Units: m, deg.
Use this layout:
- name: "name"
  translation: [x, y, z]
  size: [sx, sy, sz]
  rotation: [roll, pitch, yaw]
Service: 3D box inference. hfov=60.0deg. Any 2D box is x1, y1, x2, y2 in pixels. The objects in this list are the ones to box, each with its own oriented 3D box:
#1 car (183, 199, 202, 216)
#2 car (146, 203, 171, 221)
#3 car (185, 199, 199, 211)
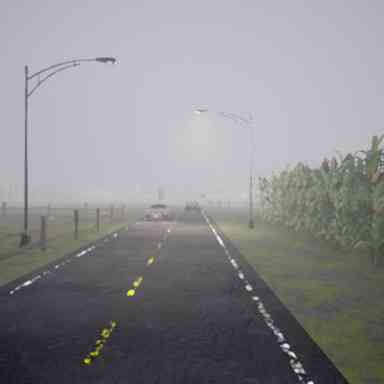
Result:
- name: "car"
  translation: [0.049, 1.696, 35.345]
  size: [2.128, 1.511, 4.902]
  rotation: [0, 0, 0]
- name: "car"
  translation: [-2.873, 1.694, 29.027]
  size: [1.812, 1.442, 4.674]
  rotation: [0, 0, 0]
- name: "car"
  translation: [0.020, 1.743, 45.694]
  size: [1.882, 1.535, 5.008]
  rotation: [0, 0, 0]
